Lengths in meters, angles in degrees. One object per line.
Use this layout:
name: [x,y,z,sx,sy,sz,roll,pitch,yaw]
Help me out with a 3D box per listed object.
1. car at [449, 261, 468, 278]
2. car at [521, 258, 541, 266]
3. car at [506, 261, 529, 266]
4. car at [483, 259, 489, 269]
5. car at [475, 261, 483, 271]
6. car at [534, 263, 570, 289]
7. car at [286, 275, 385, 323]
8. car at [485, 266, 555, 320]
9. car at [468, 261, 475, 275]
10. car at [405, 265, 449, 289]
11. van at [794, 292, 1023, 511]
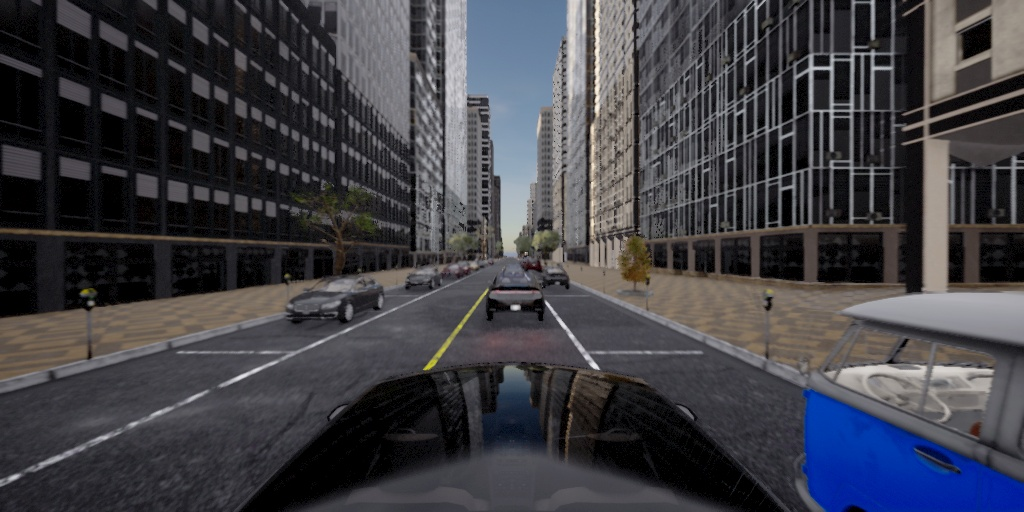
car: [-5.675,1.449,34.826,1.802,1.307,4.207,0,0,0]
car: [2.711,1.221,46.190,2.192,1.841,5.009,0,0,0]
car: [0.117,1.401,30.911,2.033,1.411,5.357,0,0,0]
car: [-5.661,1.531,63.245,1.948,1.339,4.313,0,0,0]
car: [-5.666,1.451,51.708,1.751,1.417,4.829,0,0,0]
car: [2.701,1.378,23.455,2.007,1.370,4.403,0,0,0]
car: [-5.686,1.337,12.092,2.007,1.370,4.403,0,0,0]
car: [0.106,1.281,12.753,2.128,1.511,4.902,0,0,0]
car: [-5.672,1.326,40.510,1.967,1.591,4.097,0,0,0]
car: [-5.680,1.377,23.459,2.007,1.370,4.403,0,0,0]
van: [2.690,1.087,0.721,1.690,1.789,3.998,0,0,0]
